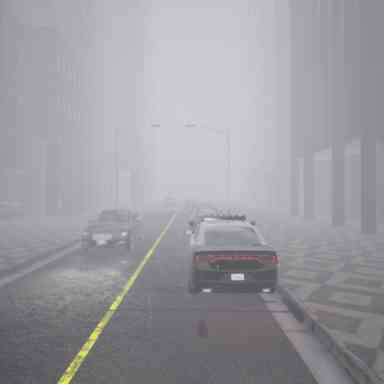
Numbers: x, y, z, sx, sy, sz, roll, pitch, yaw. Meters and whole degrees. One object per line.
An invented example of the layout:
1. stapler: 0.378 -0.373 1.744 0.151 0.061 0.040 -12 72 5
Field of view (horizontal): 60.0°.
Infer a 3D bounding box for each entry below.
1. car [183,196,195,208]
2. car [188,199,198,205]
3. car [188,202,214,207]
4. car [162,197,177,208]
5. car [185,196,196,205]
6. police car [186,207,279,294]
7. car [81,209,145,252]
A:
1. car: -0.160 1.505 46.165 1.812 1.442 4.674 0 0 0
2. car: 0.801 1.496 24.856 1.837 1.490 4.892 0 0 0
3. car: 0.826 1.521 18.855 1.812 1.442 4.674 0 0 0
4. car: -3.191 1.483 47.893 1.837 1.490 4.892 0 0 0
5. car: -0.242 1.451 60.445 1.882 1.535 5.008 0 0 0
6. police car: 0.865 1.425 8.964 1.930 1.638 5.238 0 0 0
7. car: -3.155 1.489 14.034 2.128 1.511 4.902 0 0 0
